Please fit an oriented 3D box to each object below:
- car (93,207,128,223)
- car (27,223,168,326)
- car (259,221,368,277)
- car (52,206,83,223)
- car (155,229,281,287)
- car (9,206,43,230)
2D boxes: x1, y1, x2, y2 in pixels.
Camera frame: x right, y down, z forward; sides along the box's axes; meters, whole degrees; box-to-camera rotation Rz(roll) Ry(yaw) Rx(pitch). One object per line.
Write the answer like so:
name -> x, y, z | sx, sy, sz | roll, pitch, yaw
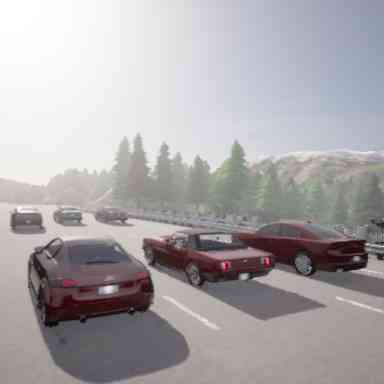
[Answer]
car -> -7.352, 2.027, 29.906 | 2.033, 1.411, 5.357 | 2, -2, -30
car -> -2.405, 1.622, 7.340 | 1.994, 1.385, 4.181 | 2, -1, -30
car -> 3.342, 1.720, 11.387 | 1.882, 1.535, 5.008 | 2, -1, -30
car -> -10.875, 1.952, 29.011 | 2.033, 1.411, 5.357 | 2, -2, -30
car -> 0.150, 1.754, 9.912 | 1.895, 1.301, 4.718 | 2, -1, -30
car -> -11.618, 1.734, 23.305 | 2.128, 1.511, 4.902 | 2, -2, -30
